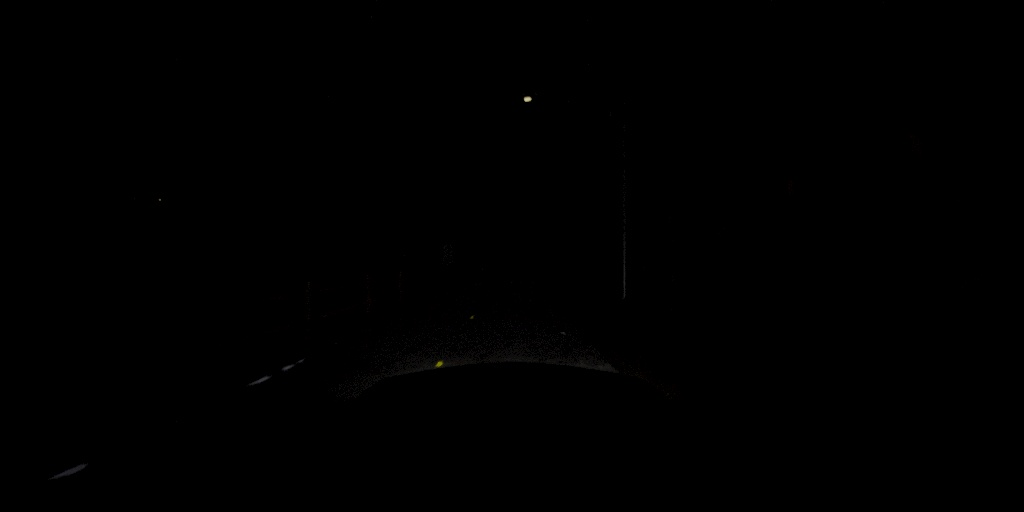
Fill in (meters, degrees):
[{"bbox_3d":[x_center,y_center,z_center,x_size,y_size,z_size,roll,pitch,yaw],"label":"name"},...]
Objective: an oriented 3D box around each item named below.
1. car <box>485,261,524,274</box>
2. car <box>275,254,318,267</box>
[{"bbox_3d":[-0.964,1.392,44.831,4.892,1.490,1.837,2,-3,0],"label":"car"},{"bbox_3d":[-26.962,0.535,44.893,4.902,1.511,2.128,2,-3,0],"label":"car"}]
